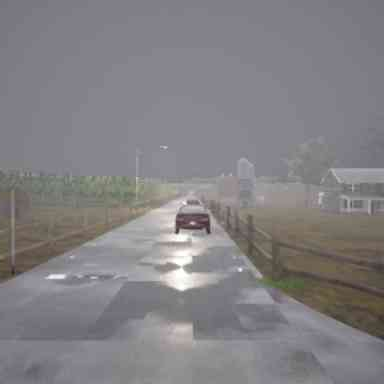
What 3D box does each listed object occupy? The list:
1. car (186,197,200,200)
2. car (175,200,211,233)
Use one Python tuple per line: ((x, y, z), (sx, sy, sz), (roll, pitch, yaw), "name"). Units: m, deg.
((0.104, 1.422, 47.832), (1.882, 1.535, 5.008), (0, 0, 0), "car")
((0.062, 1.451, 19.488), (1.882, 1.535, 5.008), (0, 0, 1), "car")
